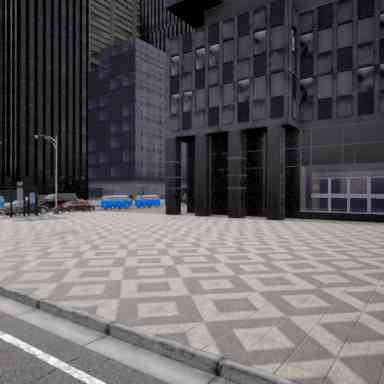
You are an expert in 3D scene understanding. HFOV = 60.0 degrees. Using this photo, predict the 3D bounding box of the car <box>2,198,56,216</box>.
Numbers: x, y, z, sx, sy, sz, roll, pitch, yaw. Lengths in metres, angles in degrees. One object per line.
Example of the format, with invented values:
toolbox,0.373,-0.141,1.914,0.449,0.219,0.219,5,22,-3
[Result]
car,-15.925,1.548,31.887,2.008,1.369,4.403,0,0,35

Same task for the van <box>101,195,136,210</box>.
van,-9.336,1.331,41.135,1.690,1.788,3.998,0,0,35

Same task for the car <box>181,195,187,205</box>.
car,0.545,1.568,55.008,1.802,1.307,4.206,0,0,35

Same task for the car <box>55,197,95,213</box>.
car,-12.631,1.575,36.511,1.802,1.307,4.206,0,0,35

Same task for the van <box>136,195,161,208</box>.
van,-6.042,1.329,45.759,1.690,1.788,3.998,0,0,35

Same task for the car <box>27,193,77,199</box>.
car,-16.673,1.197,40.934,2.150,2.045,5.566,0,0,35

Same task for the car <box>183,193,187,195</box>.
car,0.392,1.202,59.379,2.150,2.045,5.566,0,0,35

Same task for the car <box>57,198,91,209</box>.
car,-16.281,1.548,46.081,1.802,1.307,4.206,0,0,35

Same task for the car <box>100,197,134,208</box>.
car,-10.981,1.476,48.912,1.837,1.490,4.892,0,0,36
